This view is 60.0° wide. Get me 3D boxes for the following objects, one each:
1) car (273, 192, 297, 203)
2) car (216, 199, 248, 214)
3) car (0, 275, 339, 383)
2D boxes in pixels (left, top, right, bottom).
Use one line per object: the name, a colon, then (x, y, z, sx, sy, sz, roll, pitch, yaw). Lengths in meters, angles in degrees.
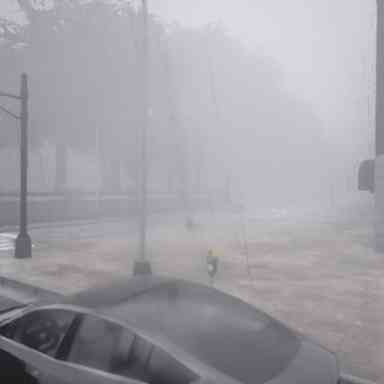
car: (13.980, 1.030, 49.862, 2.150, 2.045, 5.566, 1, 0, 36)
car: (4.512, 1.581, 36.798, 2.128, 1.511, 4.902, 1, 0, 36)
car: (-0.789, 1.572, 3.360, 4.313, 1.339, 1.947, 0, 1, 36)
